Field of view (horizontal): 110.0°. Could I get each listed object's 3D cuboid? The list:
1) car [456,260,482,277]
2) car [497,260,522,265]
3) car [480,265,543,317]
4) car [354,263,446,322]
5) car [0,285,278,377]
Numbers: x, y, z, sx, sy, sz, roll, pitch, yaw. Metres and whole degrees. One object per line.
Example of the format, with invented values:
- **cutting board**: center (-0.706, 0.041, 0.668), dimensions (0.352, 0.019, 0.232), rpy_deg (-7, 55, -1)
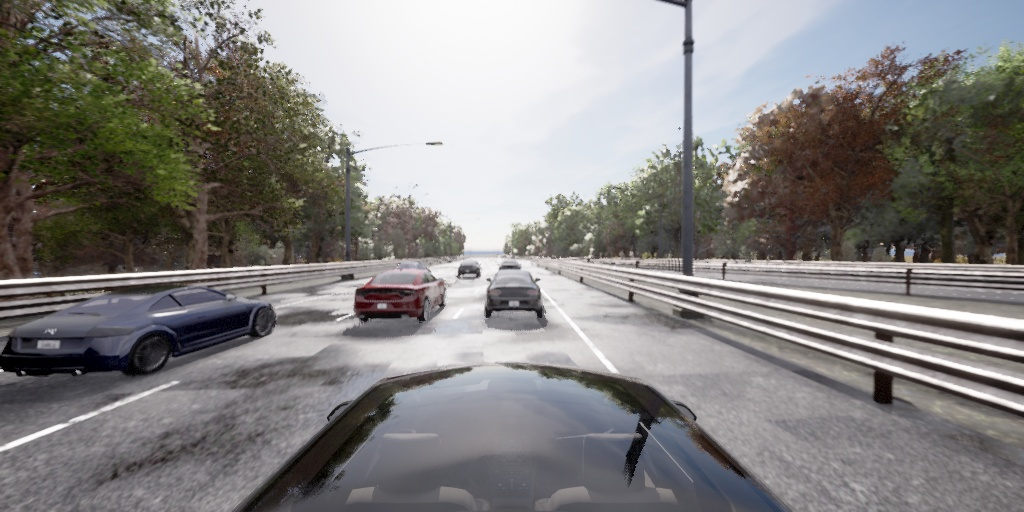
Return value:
- **car**: center (-3.725, 1.085, 31.898), dimensions (1.812, 1.442, 4.674), rpy_deg (0, 0, -1)
- **car**: center (-0.205, 1.068, 30.925), dimensions (1.837, 1.490, 4.892), rpy_deg (0, 0, -1)
- **car**: center (0.045, 1.201, 12.669), dimensions (1.812, 1.442, 4.674), rpy_deg (0, 0, 0)
- **car**: center (-3.450, 1.159, 11.944), dimensions (1.882, 1.535, 5.008), rpy_deg (0, 0, 0)
- **car**: center (-6.926, 1.277, 7.360), dimensions (1.994, 1.385, 4.181), rpy_deg (0, 0, 0)
